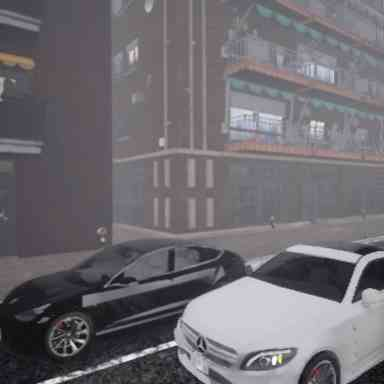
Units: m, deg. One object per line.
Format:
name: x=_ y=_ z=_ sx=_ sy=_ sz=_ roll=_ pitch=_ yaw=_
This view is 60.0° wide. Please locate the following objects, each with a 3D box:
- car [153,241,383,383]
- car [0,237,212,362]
car: x=1.975 y=1.502 z=4.799 sx=4.674 sy=1.442 sz=1.812 roll=0 pitch=0 yaw=-35
car: x=-0.916 y=1.552 z=5.907 sx=4.313 sy=1.339 sz=1.947 roll=0 pitch=0 yaw=-35
